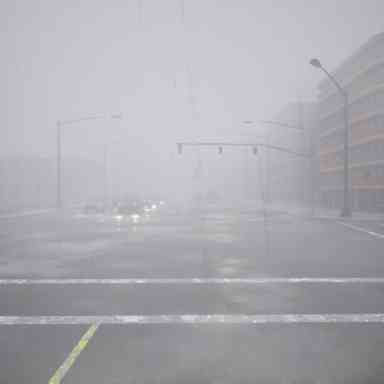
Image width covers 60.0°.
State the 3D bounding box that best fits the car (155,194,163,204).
[{"bbox_3d":[-6.253,1.079,52.650,2.128,1.511,4.902,0,1,0],"label":"car"}]

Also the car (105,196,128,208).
[{"bbox_3d":[-9.789,1.314,43.473,1.994,1.385,4.181,0,1,0],"label":"car"}]

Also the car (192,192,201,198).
[{"bbox_3d":[0.919,0.648,75.735,2.033,1.411,5.357,0,1,0],"label":"car"}]

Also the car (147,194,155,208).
[{"bbox_3d":[-6.289,1.277,43.369,1.812,1.442,4.674,0,1,0],"label":"car"}]

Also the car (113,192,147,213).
[{"bbox_3d":[-6.320,1.226,34.486,2.097,1.767,4.553,0,1,0],"label":"car"}]

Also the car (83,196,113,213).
[{"bbox_3d":[-9.818,1.225,34.831,2.097,1.767,4.553,0,1,0],"label":"car"}]

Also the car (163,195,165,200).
[{"bbox_3d":[-6.180,1.012,62.779,1.895,1.301,4.718,0,1,1],"label":"car"}]

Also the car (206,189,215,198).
[{"bbox_3d":[4.421,0.425,75.886,2.150,2.045,5.566,0,1,0],"label":"car"}]

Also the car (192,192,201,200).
[{"bbox_3d":[0.885,0.959,65.759,1.895,1.301,4.718,0,1,0],"label":"car"}]

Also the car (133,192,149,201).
[{"bbox_3d":[-9.674,0.896,63.169,2.128,1.511,4.902,0,1,1],"label":"car"}]

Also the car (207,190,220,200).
[{"bbox_3d":[4.487,0.919,65.903,1.994,1.385,4.181,0,1,0],"label":"car"}]
